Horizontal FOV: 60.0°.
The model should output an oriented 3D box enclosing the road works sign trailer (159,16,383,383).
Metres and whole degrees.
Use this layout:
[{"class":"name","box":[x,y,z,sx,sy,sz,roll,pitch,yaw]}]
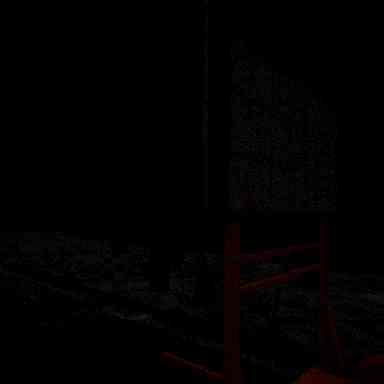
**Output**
[{"class":"road works sign trailer","box":[0.752,0.645,3.130,2.880,3.560,2.380,-1,-4,41]}]
